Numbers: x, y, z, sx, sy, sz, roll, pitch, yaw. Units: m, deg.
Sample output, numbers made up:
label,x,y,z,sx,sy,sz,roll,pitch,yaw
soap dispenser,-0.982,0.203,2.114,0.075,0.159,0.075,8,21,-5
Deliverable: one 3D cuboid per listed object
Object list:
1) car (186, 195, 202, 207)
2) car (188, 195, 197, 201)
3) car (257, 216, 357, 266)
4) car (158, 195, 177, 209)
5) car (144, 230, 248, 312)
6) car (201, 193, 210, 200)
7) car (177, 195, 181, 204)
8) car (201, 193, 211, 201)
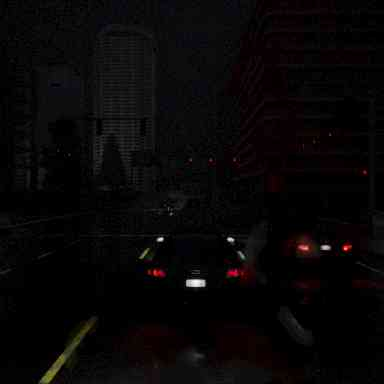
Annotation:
label,x,y,z,sx,sy,sz,roll,pitch,yaw
car,0.181,1.504,51.216,1.837,1.490,4.892,0,0,0
car,0.128,1.533,81.459,2.033,1.411,5.357,0,0,0
car,3.607,1.547,11.437,2.033,1.411,5.357,0,0,0
car,-3.522,1.504,46.154,1.837,1.490,4.892,0,0,0
car,0.081,1.564,7.820,1.994,1.385,4.181,0,0,0
car,3.642,1.205,90.481,2.150,2.045,5.566,0,0,0
car,-3.469,1.600,61.536,1.895,1.301,4.718,0,0,0
car,3.627,1.492,80.597,1.837,1.490,4.892,0,0,0
